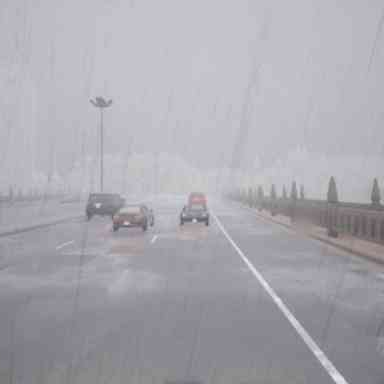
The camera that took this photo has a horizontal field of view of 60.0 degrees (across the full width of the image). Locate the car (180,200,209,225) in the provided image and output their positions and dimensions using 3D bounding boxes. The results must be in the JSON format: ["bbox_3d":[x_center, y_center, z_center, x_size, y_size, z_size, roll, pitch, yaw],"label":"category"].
[{"bbox_3d":[0.197,1.495,23.056,1.895,1.301,4.718,0,0,1],"label":"car"}]

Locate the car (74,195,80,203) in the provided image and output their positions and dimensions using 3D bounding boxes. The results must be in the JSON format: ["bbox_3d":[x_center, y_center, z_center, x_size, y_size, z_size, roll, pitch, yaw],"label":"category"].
[{"bbox_3d":[-13.439,1.305,44.070,1.837,1.490,4.892,0,0,2],"label":"car"}]

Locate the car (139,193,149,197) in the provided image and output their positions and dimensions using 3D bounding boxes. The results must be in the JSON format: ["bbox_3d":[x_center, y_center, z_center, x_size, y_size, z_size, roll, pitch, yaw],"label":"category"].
[{"bbox_3d":[-12.192,0.959,85.185,2.097,1.767,4.553,0,0,2],"label":"car"}]

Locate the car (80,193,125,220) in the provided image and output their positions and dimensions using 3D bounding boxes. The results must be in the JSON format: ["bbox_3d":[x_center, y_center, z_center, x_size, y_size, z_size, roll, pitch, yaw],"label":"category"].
[{"bbox_3d":[-6.730,1.099,26.657,2.150,2.045,5.566,0,0,1],"label":"car"}]

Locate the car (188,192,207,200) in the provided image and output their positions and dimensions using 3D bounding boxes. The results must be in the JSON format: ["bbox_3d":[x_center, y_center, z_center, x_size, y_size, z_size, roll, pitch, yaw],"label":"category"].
[{"bbox_3d":[0.683,1.031,41.477,2.150,2.045,5.566,0,0,2],"label":"car"}]

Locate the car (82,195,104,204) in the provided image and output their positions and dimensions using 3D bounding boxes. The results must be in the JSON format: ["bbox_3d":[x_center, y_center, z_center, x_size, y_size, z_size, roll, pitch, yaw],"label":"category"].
[{"bbox_3d":[-16.571,1.235,55.896,2.128,1.511,4.902,0,0,2],"label":"car"}]

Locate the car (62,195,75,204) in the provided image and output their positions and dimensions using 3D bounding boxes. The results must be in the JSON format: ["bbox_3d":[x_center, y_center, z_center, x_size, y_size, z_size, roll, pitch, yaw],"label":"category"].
[{"bbox_3d":[-20.076,1.250,55.625,1.837,1.490,4.892,0,0,2],"label":"car"}]

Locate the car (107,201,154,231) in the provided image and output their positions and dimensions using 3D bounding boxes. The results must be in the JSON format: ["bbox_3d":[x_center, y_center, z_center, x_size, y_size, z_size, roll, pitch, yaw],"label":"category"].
[{"bbox_3d":[-3.352,1.436,19.549,1.812,1.442,4.674,0,0,1],"label":"car"}]
